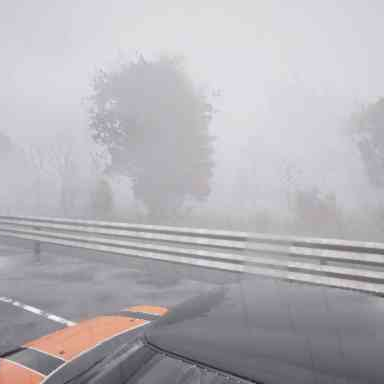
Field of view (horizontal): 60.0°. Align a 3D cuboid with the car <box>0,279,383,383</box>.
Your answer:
[{"bbox_3d":[0.360,1.352,1.806,4.553,1.767,2.097,0,0,35],"label":"car"}]
